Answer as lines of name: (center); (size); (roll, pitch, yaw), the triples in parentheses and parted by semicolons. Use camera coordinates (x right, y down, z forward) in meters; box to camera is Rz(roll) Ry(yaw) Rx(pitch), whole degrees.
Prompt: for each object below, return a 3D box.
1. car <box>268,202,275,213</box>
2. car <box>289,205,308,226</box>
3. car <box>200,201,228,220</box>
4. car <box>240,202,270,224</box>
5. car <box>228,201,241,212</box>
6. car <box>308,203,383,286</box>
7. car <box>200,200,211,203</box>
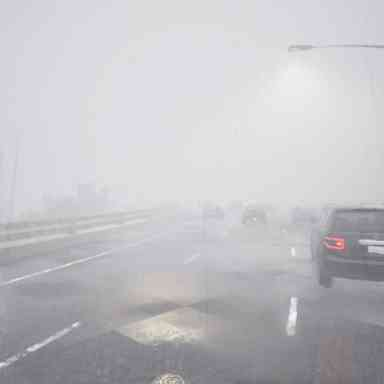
car: (9.681, 2.016, 44.642); (1.812, 1.442, 4.674); (0, -1, -1)
car: (8.780, 1.790, 26.102); (2.128, 1.511, 4.902); (0, -1, 13)
car: (2.134, 1.897, 31.804); (1.994, 1.385, 4.181); (0, -1, 6)
car: (5.139, 1.804, 27.466); (1.837, 1.490, 4.892); (0, -1, 9)
car: (6.139, 1.989, 46.561); (2.128, 1.511, 4.902); (0, -1, -2)
car: (4.660, 1.336, 9.529); (2.150, 2.045, 5.566); (0, -1, 17)
car: (2.371, 2.010, 51.278); (1.882, 1.535, 5.008); (0, -1, -4)
